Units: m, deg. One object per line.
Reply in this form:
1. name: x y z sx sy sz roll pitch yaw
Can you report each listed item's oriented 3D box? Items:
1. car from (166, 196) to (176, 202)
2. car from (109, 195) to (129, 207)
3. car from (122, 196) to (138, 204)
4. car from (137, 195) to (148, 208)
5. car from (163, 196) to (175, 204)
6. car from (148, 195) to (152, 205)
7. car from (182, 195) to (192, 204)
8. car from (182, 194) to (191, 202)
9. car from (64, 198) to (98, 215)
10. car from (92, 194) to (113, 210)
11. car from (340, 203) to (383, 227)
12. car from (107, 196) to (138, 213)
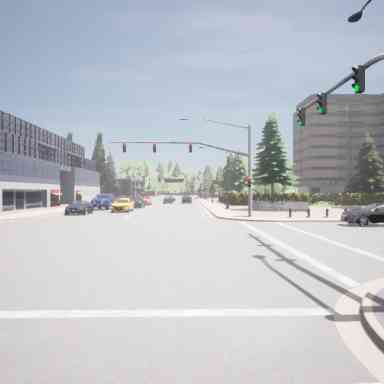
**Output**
1. car: -4.718 1.510 75.222 1.895 1.301 4.718 0 0 -1
2. car: -11.499 1.352 52.678 2.097 1.767 4.553 0 0 -1
3. car: -11.595 1.492 62.937 2.128 1.511 4.902 0 0 0
4. car: -7.929 1.352 47.054 2.097 1.767 4.553 0 0 -1
5. car: -4.573 1.547 64.587 2.033 1.411 5.357 0 0 -1
6. car: -8.050 1.352 57.168 2.097 1.767 4.553 0 0 -1
7. car: -0.976 1.505 64.910 1.837 1.490 4.892 0 0 -1
8. car: -1.213 1.355 74.976 2.097 1.767 4.553 0 0 -1
9. car: -11.242 1.564 33.426 1.994 1.385 4.181 0 0 -1
10. car: -11.375 1.222 42.778 2.150 2.045 5.566 0 0 -1
11. car: 12.502 1.492 22.191 4.902 1.511 2.128 0 0 -1
12. car: -7.806 1.478 37.817 1.882 1.535 5.008 0 0 -1
